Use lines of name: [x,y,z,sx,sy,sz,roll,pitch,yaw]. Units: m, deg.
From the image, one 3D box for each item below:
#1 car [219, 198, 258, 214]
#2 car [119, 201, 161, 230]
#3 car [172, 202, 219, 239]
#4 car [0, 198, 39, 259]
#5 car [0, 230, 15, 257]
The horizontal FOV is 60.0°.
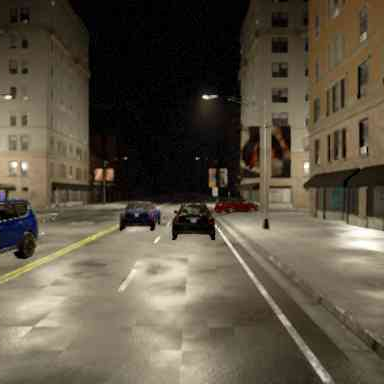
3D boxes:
car: [4.691,1.381,34.467,4.553,1.767,2.097,0,0,-30]
car: [-3.174,1.371,21.188,2.097,1.767,4.553,0,0,0]
car: [0.076,1.367,17.578,2.097,1.767,4.553,0,0,0]
car: [-6.583,1.230,9.717,2.150,2.045,5.566,0,0,0]
car: [-3.150,1.353,1.620,2.097,1.767,4.553,0,0,0]
